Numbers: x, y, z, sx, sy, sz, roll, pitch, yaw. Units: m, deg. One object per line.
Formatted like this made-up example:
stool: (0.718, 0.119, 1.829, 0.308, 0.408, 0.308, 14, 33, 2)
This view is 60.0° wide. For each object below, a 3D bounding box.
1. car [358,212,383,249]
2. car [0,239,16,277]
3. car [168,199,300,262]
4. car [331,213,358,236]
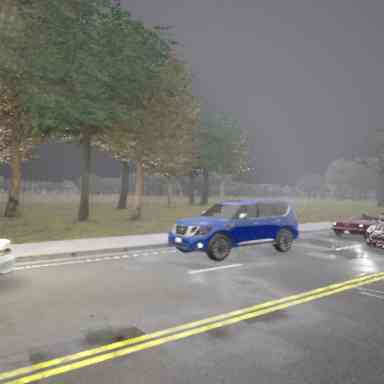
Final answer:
car: (9.458, 1.546, 14.299, 4.553, 1.767, 2.097, 1, 0, -35)
car: (-6.402, 1.512, 7.098, 4.674, 1.442, 1.812, 1, -1, -35)
car: (1.808, 1.318, 12.938, 5.566, 2.045, 2.150, 1, 0, -35)
car: (9.884, 1.808, 18.625, 4.718, 1.301, 1.895, 1, 0, -35)
